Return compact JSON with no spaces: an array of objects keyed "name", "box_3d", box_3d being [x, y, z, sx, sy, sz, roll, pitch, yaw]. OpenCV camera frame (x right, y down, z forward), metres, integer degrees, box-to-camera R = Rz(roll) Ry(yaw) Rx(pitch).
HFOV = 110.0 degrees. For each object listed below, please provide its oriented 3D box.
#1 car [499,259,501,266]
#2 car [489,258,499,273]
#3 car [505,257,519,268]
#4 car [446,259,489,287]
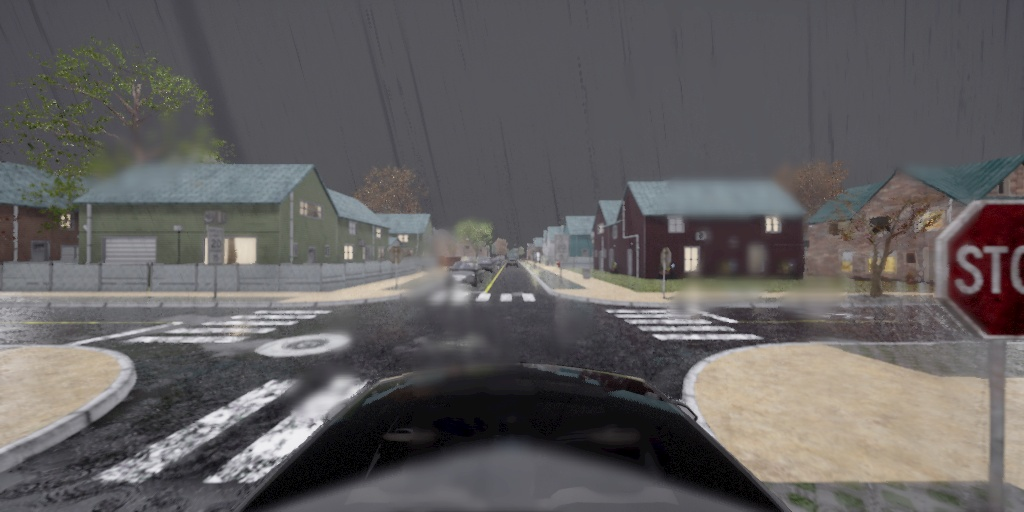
[{"name":"car","box_3d":[-2.733,0.995,58.348,1.994,1.385,4.181,0,0,0]},{"name":"car","box_3d":[-2.834,1.049,38.100,2.033,1.411,5.357,0,0,0]},{"name":"car","box_3d":[0.018,0.946,53.616,1.837,1.490,4.892,0,0,0]},{"name":"car","box_3d":[-2.880,1.083,22.609,2.128,1.511,4.902,0,1,2]}]
